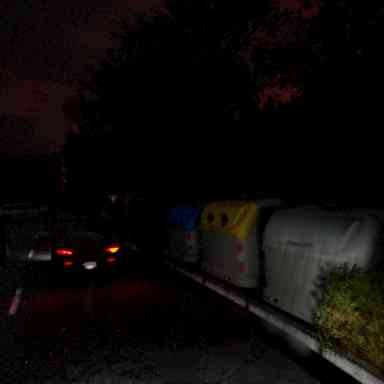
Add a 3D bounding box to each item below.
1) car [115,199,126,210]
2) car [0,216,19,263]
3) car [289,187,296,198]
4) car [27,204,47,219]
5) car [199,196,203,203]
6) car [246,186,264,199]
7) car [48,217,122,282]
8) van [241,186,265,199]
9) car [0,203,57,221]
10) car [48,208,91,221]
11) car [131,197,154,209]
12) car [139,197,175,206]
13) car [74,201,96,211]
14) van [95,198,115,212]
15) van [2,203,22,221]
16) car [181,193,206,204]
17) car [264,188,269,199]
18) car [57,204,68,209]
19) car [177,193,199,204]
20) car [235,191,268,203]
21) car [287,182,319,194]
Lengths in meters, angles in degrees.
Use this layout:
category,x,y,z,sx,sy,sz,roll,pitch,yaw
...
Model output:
category,x,y,z,sx,sy,sz,roll,pitch,yaw
car,-9.966,1.787,47.891,2.163,1.488,4.792,-4,1,-24
car,-7.208,1.771,10.918,2.128,1.511,4.902,0,-2,-23
car,10.817,0.517,43.066,2.163,1.488,4.792,-4,1,-24
car,-20.161,2.506,43.275,2.097,1.535,5.008,-4,1,-24
car,0.829,1.239,38.477,2.002,1.452,4.674,-4,1,-24
car,5.745,0.593,40.753,2.435,2.045,5.566,-4,1,-24
car,-3.414,1.720,10.420,1.812,1.442,4.674,-1,-2,-23
van,10.409,0.077,57.099,1.878,1.987,4.442,-4,1,-24
car,-17.779,2.218,35.462,5.566,2.045,2.150,-4,1,-24
car,-7.452,1.982,19.956,1.882,1.535,5.008,-1,-1,-23
car,-7.359,1.565,48.910,1.946,1.575,5.366,-4,1,-24
car,-4.256,1.319,36.188,2.435,2.045,5.566,-4,1,-24
car,-15.079,2.162,45.621,2.163,1.488,4.792,-4,1,-24
van,-12.588,1.721,46.858,1.878,1.987,4.442,-4,1,-24
van,-22.766,2.470,42.212,1.878,1.987,4.442,-4,1,-24
car,0.186,1.049,52.589,2.163,1.488,4.792,-4,1,-24
car,8.313,0.694,41.859,2.163,1.488,4.792,-4,1,-24
car,-17.624,2.349,44.459,2.163,1.488,4.792,-4,1,-24
car,-1.840,1.141,37.291,2.435,2.045,5.566,-4,1,-24
car,8.474,0.654,47.442,4.181,1.385,1.994,-4,1,-24
car,20.554,-0.657,61.818,2.435,2.045,5.566,-4,1,-24
